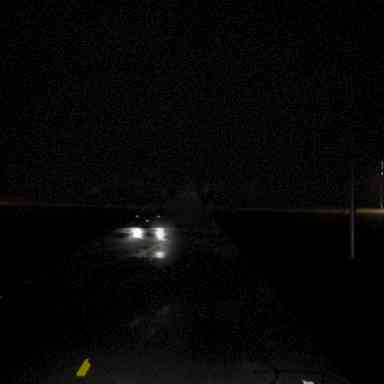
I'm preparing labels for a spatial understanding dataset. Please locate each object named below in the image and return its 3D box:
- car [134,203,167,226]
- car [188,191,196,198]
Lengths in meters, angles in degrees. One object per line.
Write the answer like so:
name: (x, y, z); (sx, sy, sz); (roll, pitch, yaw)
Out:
car: (-2.818, 1.537, 23.403); (1.812, 1.442, 4.674); (0, 0, 0)
car: (0.046, 0.565, 89.174); (2.097, 1.767, 4.553); (0, 1, 0)
